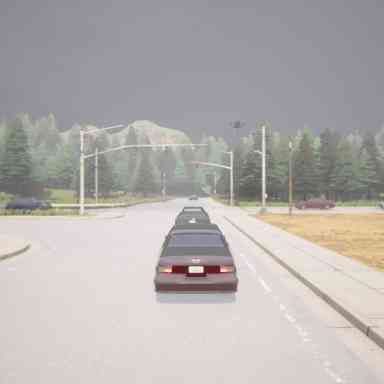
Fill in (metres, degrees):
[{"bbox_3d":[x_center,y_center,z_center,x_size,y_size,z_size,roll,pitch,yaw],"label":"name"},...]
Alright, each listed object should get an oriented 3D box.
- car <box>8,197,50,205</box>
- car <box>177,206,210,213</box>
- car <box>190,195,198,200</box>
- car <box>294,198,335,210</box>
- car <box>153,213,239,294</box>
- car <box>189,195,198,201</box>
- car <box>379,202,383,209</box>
[{"bbox_3d":[-18.034,1.388,37.099,4.553,1.767,2.097,0,0,1],"label":"car"},{"bbox_3d":[0.069,1.535,19.534,1.994,1.385,4.181,0,0,1],"label":"car"},{"bbox_3d":[0.643,1.421,91.797,1.994,1.385,4.181,0,0,2],"label":"car"},{"bbox_3d":[14.770,1.449,40.161,4.674,1.442,1.812,0,0,1],"label":"car"},{"bbox_3d":[0.085,1.538,8.927,2.033,1.411,5.357,0,0,0],"label":"car"},{"bbox_3d":[0.275,1.479,81.817,1.895,1.301,4.718,0,0,2],"label":"car"},{"bbox_3d":[25.049,1.415,39.964,4.674,1.442,1.812,0,0,1],"label":"car"}]
